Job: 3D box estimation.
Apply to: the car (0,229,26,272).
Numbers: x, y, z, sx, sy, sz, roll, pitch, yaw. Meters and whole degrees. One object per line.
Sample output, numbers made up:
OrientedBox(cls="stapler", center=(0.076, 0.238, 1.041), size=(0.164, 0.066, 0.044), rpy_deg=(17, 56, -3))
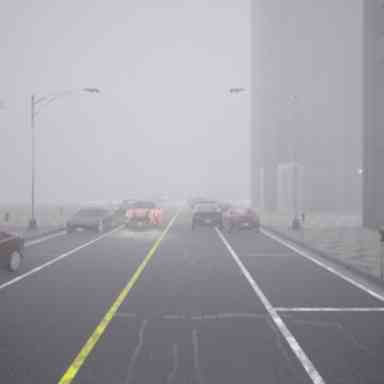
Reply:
OrientedBox(cls="car", center=(-5.765, 1.538, 7.996), size=(1.887, 1.381, 4.507), rpy_deg=(0, 0, 0))

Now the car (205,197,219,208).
OrientedBox(cls="car", center=(2.760, 1.477, 47.653), size=(1.752, 1.417, 4.829), rpy_deg=(0, 0, 0))

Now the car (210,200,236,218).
OrientedBox(cls="car", center=(2.760, 1.525, 30.561), size=(2.008, 1.369, 4.403), rpy_deg=(0, 0, 0))

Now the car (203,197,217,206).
OrientedBox(cls="car", center=(2.760, 1.494, 53.124), size=(2.008, 1.369, 4.403), rpy_deg=(0, 0, 0))

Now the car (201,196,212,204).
OrientedBox(cls="car", center=(2.760, 1.475, 64.406), size=(2.008, 1.369, 4.403), rpy_deg=(0, 0, 0))

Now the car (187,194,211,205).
OrientedBox(cls="car", center=(0.749, 1.318, 36.986), size=(2.097, 1.767, 4.553), rpy_deg=(0, 0, 0))

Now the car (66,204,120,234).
OrientedBox(cls="car", center=(-5.765, 1.551, 19.277), size=(1.947, 1.339, 4.313), rpy_deg=(0, 0, 0))

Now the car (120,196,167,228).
OrientedBox(cls="car", center=(-3.098, 1.334, 22.170), size=(2.097, 1.767, 4.553), rpy_deg=(0, 0, 0))

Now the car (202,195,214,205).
OrientedBox(cls="car", center=(2.760, 1.374, 58.765), size=(1.967, 1.590, 4.097), rpy_deg=(0, 0, 0))

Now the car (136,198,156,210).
OrientedBox(cls="car", center=(-5.765, 1.526, 41.842), size=(1.947, 1.339, 4.313), rpy_deg=(0, 0, 0))

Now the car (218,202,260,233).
OrientedBox(cls="car", center=(2.760, 1.530, 19.280), size=(1.887, 1.381, 4.507), rpy_deg=(0, 0, 0))

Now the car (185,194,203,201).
OrientedBox(cls="car", center=(0.567, 1.196, 77.561), size=(1.882, 1.535, 5.008), rpy_deg=(0, 0, 32))

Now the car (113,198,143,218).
OrientedBox(cls="car", center=(-5.766, 1.414, 30.559), size=(1.967, 1.590, 4.097), rpy_deg=(0, 0, 0))

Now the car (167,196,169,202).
OrientedBox(cls="car", center=(-5.765, 1.465, 70.046), size=(2.008, 1.369, 4.403), rpy_deg=(0, 0, 0))

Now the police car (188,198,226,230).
OrientedBox(cls="police car", center=(0.888, 1.410, 21.125), size=(1.930, 1.638, 5.238), rpy_deg=(0, 0, 0))
